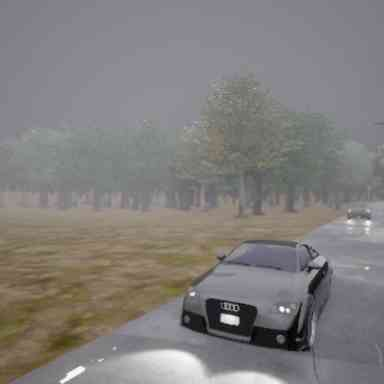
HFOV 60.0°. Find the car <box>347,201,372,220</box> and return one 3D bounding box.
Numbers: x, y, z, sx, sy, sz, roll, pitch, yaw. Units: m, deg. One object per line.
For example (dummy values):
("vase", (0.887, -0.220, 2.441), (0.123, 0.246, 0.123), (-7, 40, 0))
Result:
("car", (16.883, 1.850, 33.467), (2.097, 1.767, 4.553), (0, -1, 30))

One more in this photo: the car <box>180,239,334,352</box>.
("car", (1.511, 1.650, 6.456), (1.994, 1.385, 4.181), (0, -1, 29))
